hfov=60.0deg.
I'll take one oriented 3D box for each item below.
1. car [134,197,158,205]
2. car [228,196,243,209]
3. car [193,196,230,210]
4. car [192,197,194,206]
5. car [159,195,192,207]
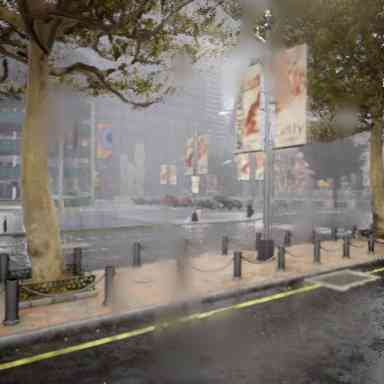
[{"bbox_3d":[-9.426,1.830,65.190,4.892,1.490,1.837,0,0,43],"label":"car"},{"bbox_3d":[5.451,1.593,51.832,2.150,2.045,5.566,1,0,-36],"label":"car"},{"bbox_3d":[2.838,1.825,49.459,2.128,1.511,4.902,1,0,-35],"label":"car"},{"bbox_3d":[-0.248,1.723,59.697,2.097,1.767,4.553,1,0,-37],"label":"car"},{"bbox_3d":[-2.907,1.555,57.472,2.150,2.045,5.566,1,0,-36],"label":"car"}]
